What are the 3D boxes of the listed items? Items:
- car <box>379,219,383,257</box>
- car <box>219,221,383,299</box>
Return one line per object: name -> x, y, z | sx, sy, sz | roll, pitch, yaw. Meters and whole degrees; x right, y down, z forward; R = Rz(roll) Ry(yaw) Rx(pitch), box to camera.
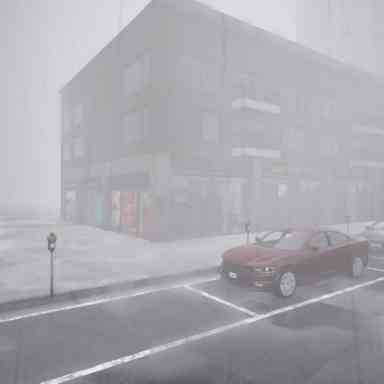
car -> 7.212, 1.581, 11.666 | 4.206, 1.307, 1.802 | 0, 0, -35
car -> 2.712, 1.544, 8.462 | 4.507, 1.381, 1.887 | 0, 0, -35
